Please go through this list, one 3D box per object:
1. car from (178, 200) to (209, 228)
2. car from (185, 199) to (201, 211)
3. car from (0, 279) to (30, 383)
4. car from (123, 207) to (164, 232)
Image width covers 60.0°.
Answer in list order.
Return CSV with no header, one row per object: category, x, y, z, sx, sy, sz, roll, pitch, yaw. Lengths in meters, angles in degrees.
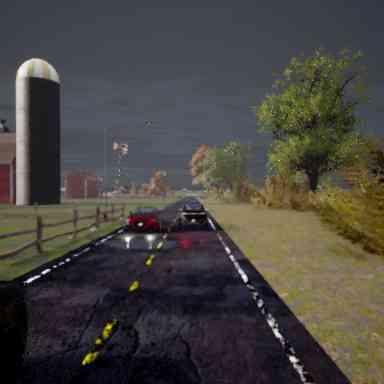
car,0.098,1.506,22.272,2.128,1.511,4.902,0,0,0
car,0.125,1.647,42.603,1.994,1.385,4.181,0,0,0
car,-2.835,1.491,1.964,2.128,1.511,4.902,0,0,0
car,-2.809,1.575,20.074,1.994,1.385,4.181,0,0,0
